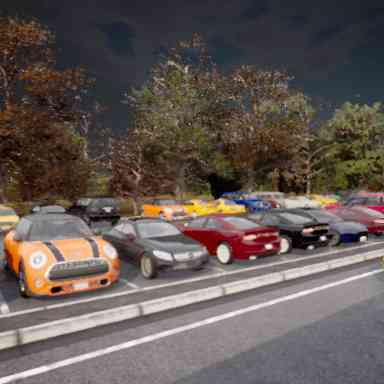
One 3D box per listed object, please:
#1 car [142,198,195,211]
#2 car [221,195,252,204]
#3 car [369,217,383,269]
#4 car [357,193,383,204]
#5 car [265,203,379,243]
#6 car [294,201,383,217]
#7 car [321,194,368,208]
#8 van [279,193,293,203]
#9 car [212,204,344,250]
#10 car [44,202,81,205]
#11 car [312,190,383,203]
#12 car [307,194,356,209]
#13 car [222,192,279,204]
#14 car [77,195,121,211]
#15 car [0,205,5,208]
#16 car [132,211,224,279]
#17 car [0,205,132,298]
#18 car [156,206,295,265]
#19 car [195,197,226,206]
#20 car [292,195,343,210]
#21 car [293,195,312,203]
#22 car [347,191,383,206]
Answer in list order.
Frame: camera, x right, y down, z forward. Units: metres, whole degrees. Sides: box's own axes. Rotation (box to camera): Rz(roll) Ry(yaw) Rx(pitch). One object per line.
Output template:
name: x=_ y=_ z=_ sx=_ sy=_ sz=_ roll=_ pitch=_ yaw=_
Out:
car: x=-2.163 y=1.316 z=25.995 sx=2.185 sy=1.767 sz=4.553 roll=-1 pitch=1 yaw=-35
car: x=2.413 y=1.342 z=29.388 sx=1.946 sy=1.575 sz=5.366 roll=-1 pitch=1 yaw=-35
car: x=6.830 y=1.417 z=8.541 sx=5.008 sy=1.535 sz=1.882 roll=-1 pitch=0 yaw=-35
car: x=25.329 y=0.877 z=45.209 sx=2.002 sy=1.452 sz=4.674 roll=-1 pitch=1 yaw=-35
car: x=5.511 y=1.474 z=15.327 sx=2.163 sy=1.488 sz=4.792 roll=-1 pitch=1 yaw=-35
car: x=7.777 y=1.439 z=16.947 sx=2.002 sy=1.452 sz=4.674 roll=-1 pitch=1 yaw=-35
car: x=18.469 y=1.023 z=40.438 sx=2.163 sy=1.488 sz=4.792 roll=-1 pitch=1 yaw=-35
van: x=7.145 y=1.020 z=32.333 sx=1.878 sy=1.987 sz=4.442 roll=-1 pitch=1 yaw=-35
car: x=3.213 y=1.481 z=13.748 sx=2.097 sy=1.535 sz=5.008 roll=-1 pitch=1 yaw=-35
car: x=-9.004 y=1.527 z=21.174 sx=2.097 sy=1.535 sz=5.008 roll=0 pitch=0 yaw=-35
car: x=10.035 y=1.098 z=18.565 sx=2.435 sy=2.045 sz=5.566 roll=-1 pitch=1 yaw=-35
car: x=16.202 y=1.045 z=38.824 sx=2.231 sy=1.521 sz=4.892 roll=-1 pitch=1 yaw=-35
car: x=4.813 y=1.044 z=30.807 sx=2.435 sy=2.045 sz=5.566 roll=-1 pitch=1 yaw=-35
car: x=-6.734 y=1.256 z=22.792 sx=2.435 sy=2.045 sz=5.566 roll=-1 pitch=0 yaw=-35
car: x=-11.179 y=1.537 z=19.418 sx=1.946 sy=1.575 sz=5.366 roll=0 pitch=0 yaw=-35
car: x=-1.360 y=1.572 z=10.555 sx=2.002 sy=1.452 sz=4.674 roll=-1 pitch=0 yaw=-35
car: x=-3.661 y=1.419 z=8.980 sx=2.185 sy=1.767 sz=4.553 roll=0 pitch=0 yaw=-35
car: x=0.929 y=1.511 z=12.148 sx=2.097 sy=1.535 sz=5.008 roll=-1 pitch=0 yaw=-35
car: x=0.141 y=1.397 z=27.564 sx=2.097 sy=1.535 sz=5.008 roll=-1 pitch=1 yaw=-35
car: x=13.922 y=1.095 z=37.226 sx=2.097 sy=1.535 sz=5.008 roll=-1 pitch=1 yaw=-35
car: x=11.643 y=1.186 z=35.627 sx=2.002 sy=1.452 sz=4.674 roll=-1 pitch=1 yaw=-35
car: x=23.065 y=0.764 z=43.583 sx=2.185 sy=1.767 sz=4.553 roll=-1 pitch=1 yaw=-35
